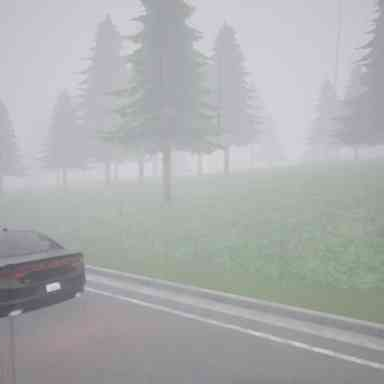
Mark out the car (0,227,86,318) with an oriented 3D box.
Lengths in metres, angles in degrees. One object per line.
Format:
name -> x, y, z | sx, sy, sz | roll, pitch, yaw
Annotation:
car -> -4.384, 1.489, 7.121 | 5.008, 1.535, 1.882 | -1, 0, 36
